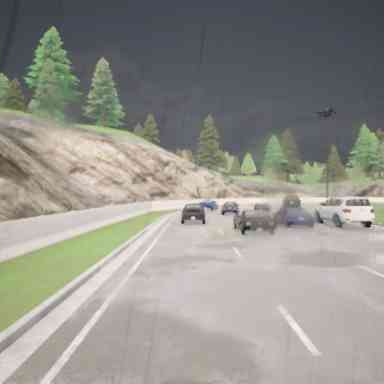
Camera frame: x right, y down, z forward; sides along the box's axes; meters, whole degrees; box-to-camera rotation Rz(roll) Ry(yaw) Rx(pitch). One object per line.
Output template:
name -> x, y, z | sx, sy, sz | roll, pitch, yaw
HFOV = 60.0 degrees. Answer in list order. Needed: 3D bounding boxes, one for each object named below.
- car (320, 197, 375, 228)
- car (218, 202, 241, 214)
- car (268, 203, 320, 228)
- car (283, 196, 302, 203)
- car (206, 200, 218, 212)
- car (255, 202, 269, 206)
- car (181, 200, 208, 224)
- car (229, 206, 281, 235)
car -> 10.599, 1.370, 23.509 | 2.150, 2.045, 5.566 | 0, 0, 0
car -> 4.478, 1.787, 37.967 | 2.033, 1.411, 5.357 | 0, 0, 10
car -> 7.100, 1.713, 23.594 | 1.994, 1.385, 4.181 | 0, 0, 0
car -> 12.550, 1.484, 41.585 | 2.150, 2.045, 5.566 | 0, -1, 17
car -> 2.313, 1.758, 44.335 | 1.882, 1.535, 5.008 | 0, -1, 16
car -> 8.997, 1.865, 41.797 | 1.895, 1.301, 4.718 | 0, 0, 16
car -> 0.134, 1.675, 26.820 | 1.837, 1.490, 4.892 | 0, 0, 1
car -> 3.599, 1.727, 19.860 | 1.895, 1.301, 4.718 | 0, 0, 0
